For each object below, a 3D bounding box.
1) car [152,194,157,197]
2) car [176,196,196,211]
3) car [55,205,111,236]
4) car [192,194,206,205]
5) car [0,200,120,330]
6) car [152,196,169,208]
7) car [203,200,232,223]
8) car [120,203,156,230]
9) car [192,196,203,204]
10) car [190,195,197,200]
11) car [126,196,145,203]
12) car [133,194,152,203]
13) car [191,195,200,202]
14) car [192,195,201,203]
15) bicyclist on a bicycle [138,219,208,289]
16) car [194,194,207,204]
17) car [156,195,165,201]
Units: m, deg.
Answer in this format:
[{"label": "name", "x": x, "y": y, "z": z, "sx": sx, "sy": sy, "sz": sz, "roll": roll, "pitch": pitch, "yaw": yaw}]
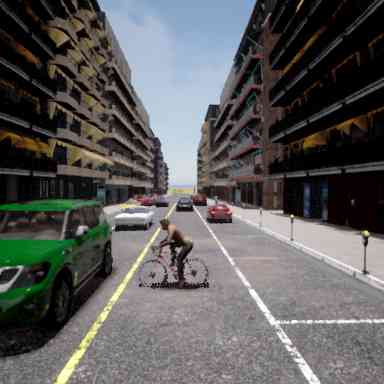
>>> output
[{"label": "car", "x": -7.007, "y": 1.500, "z": 53.362, "sx": 1.887, "sy": 1.381, "sz": 4.507, "roll": -1, "pitch": 0, "yaw": -1}, {"label": "car", "x": -0.862, "y": 1.533, "z": 39.810, "sx": 1.994, "sy": 1.385, "sz": 4.181, "roll": 0, "pitch": 0, "yaw": -1}, {"label": "car", "x": -6.149, "y": 1.532, "z": 19.385, "sx": 1.887, "sy": 1.381, "sz": 4.507, "roll": -1, "pitch": 0, "yaw": -1}, {"label": "car", "x": 1.189, "y": 1.263, "z": 59.294, "sx": 2.192, "sy": 1.841, "sz": 5.009, "roll": -1, "pitch": 0, "yaw": -1}, {"label": "car", "x": -3.239, "y": 1.219, "z": 7.214, "sx": 2.150, "sy": 2.045, "sz": 5.566, "roll": 0, "pitch": 0, "yaw": -1}, {"label": "car", "x": -4.252, "y": 1.562, "z": 47.426, "sx": 1.895, "sy": 1.301, "sz": 4.718, "roll": 0, "pitch": 0, "yaw": -1}, {"label": "car", "x": 2.051, "y": 1.564, "z": 25.319, "sx": 1.802, "sy": 1.307, "sz": 4.206, "roll": -1, "pitch": 0, "yaw": -1}, {"label": "car", "x": -3.583, "y": 1.587, "z": 21.165, "sx": 1.895, "sy": 1.301, "sz": 4.718, "roll": 0, "pitch": 0, "yaw": -1}, {"label": "car", "x": 1.051, "y": 1.506, "z": 64.957, "sx": 1.947, "sy": 1.339, "sz": 4.313, "roll": -1, "pitch": 0, "yaw": -1}, {"label": "car", "x": 0.371, "y": 1.459, "z": 93.270, "sx": 1.947, "sy": 1.339, "sz": 4.313, "roll": -1, "pitch": 0, "yaw": -1}, {"label": "car", "x": -6.575, "y": 1.498, "z": 36.202, "sx": 1.752, "sy": 1.417, "sz": 4.829, "roll": -1, "pitch": 0, "yaw": -1}, {"label": "car", "x": -6.725, "y": 1.282, "z": 42.035, "sx": 2.192, "sy": 1.841, "sz": 5.009, "roll": -1, "pitch": 0, "yaw": -1}, {"label": "car", "x": 0.771, "y": 1.488, "z": 76.282, "sx": 1.947, "sy": 1.339, "sz": 4.313, "roll": -1, "pitch": 0, "yaw": -1}, {"label": "car", "x": 0.908, "y": 1.476, "z": 70.620, "sx": 1.887, "sy": 1.381, "sz": 4.507, "roll": -1, "pitch": 0, "yaw": -1}, {"label": "bicyclist on a bicycle", "x": -0.451, "y": 1.449, "z": 7.795, "sx": 1.656, "sy": 1.620, "sz": 0.582, "roll": -2, "pitch": 0, "yaw": -1}, {"label": "car", "x": 1.332, "y": 1.270, "z": 53.630, "sx": 2.192, "sy": 1.841, "sz": 5.009, "roll": -1, "pitch": 0, "yaw": -1}, {"label": "car", "x": -7.721, "y": 1.478, "z": 81.677, "sx": 1.947, "sy": 1.339, "sz": 4.313, "roll": -1, "pitch": 0, "yaw": -1}]
